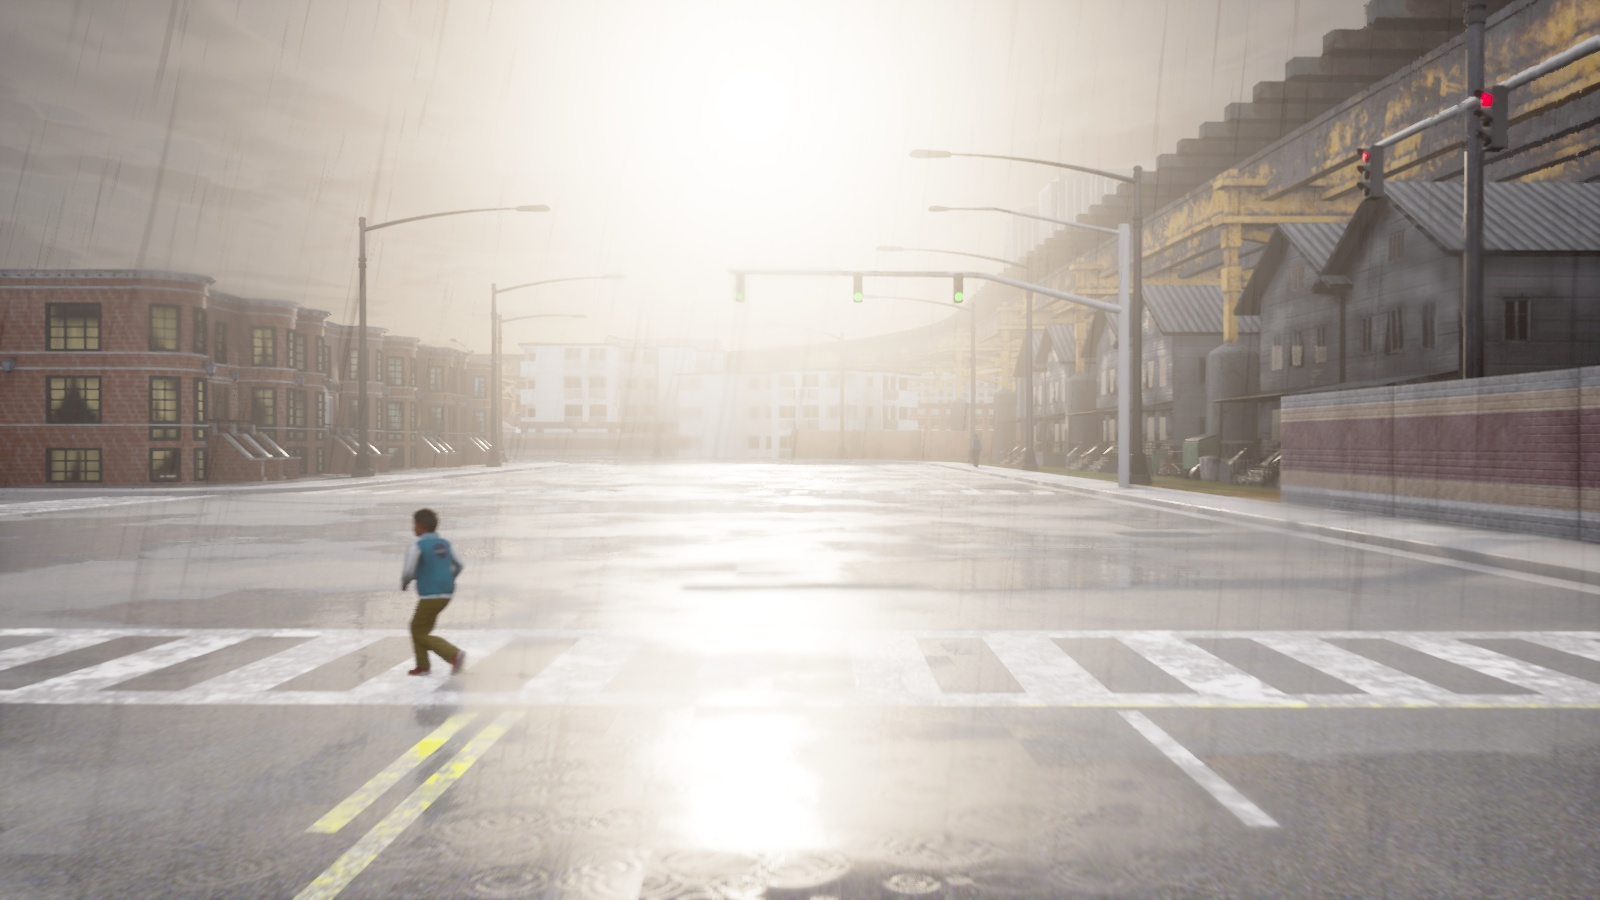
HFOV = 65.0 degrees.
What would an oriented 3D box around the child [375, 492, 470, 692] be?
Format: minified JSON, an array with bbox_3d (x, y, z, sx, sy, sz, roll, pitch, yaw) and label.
[{"bbox_3d":[-2.349,0.866,7.828,0.448,1.192,0.343,0,0,19],"label":"child"}]

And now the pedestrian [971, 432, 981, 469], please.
[{"bbox_3d":[9.371,0.033,66.768,0.396,1.930,0.692,0,0,-2],"label":"pedestrian"}]
